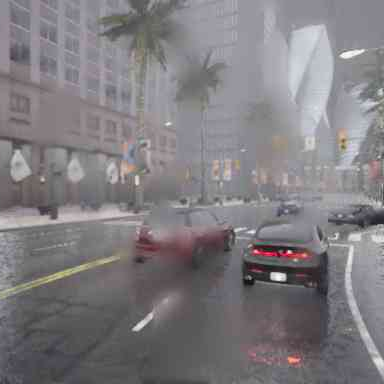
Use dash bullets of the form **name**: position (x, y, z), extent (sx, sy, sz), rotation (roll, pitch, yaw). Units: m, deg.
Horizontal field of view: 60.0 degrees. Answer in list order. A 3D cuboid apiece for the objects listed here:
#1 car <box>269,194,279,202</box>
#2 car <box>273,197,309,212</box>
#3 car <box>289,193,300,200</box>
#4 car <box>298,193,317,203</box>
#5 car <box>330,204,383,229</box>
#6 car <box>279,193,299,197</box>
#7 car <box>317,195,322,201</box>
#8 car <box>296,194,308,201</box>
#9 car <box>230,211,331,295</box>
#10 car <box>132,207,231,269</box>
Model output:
- **car**: position (17.457, 1.261, 69.398), extent (2.161, 1.482, 4.786), rotation (0, 0, 26)
- **car**: position (8.909, 1.425, 29.733), extent (1.812, 1.442, 4.674), rotation (0, 0, 27)
- **car**: position (27.421, 1.058, 88.935), extent (2.185, 1.767, 4.553), rotation (0, 0, 26)
- **car**: position (22.445, 1.298, 64.444), extent (1.837, 1.490, 4.892), rotation (0, 1, 27)
- **car**: position (10.992, 1.498, 21.386), extent (5.357, 1.411, 2.033), rotation (0, 0, -34)
- **car**: position (19.292, 1.130, 65.957), extent (2.097, 1.767, 4.553), rotation (0, 0, 27)
- **car**: position (29.732, 1.305, 78.780), extent (2.033, 1.411, 5.357), rotation (0, 0, 27)
- **car**: position (26.572, 1.294, 80.288), extent (1.994, 1.385, 4.181), rotation (0, 0, 27)
- **car**: position (2.637, 1.471, 8.858), extent (1.837, 1.490, 4.892), rotation (0, -1, 22)
- **car**: position (-0.072, 1.297, 11.290), extent (2.097, 1.767, 4.553), rotation (0, 0, 23)
